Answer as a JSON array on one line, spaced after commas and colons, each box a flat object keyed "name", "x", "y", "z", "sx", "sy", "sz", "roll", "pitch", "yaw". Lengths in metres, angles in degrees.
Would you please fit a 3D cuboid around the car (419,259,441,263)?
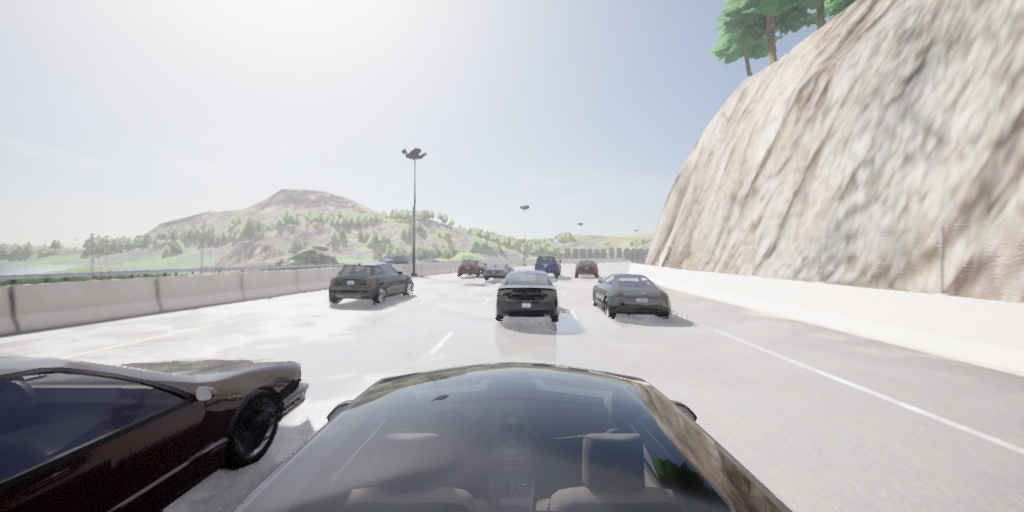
[{"name": "car", "x": -11.318, "y": 1.153, "z": 48.355, "sx": 1.882, "sy": 1.535, "sz": 5.008, "roll": 0, "pitch": 0, "yaw": 15}]

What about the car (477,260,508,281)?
[{"name": "car", "x": -0.972, "y": 1.268, "z": 29.389, "sx": 2.033, "sy": 1.411, "sz": 5.357, "roll": 0, "pitch": 0, "yaw": 10}]

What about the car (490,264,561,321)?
[{"name": "car", "x": 0.557, "y": 1.219, "z": 12.445, "sx": 1.882, "sy": 1.535, "sz": 5.008, "roll": 0, "pitch": 0, "yaw": 4}]

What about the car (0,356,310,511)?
[{"name": "car", "x": -3.336, "y": 1.289, "z": 1.788, "sx": 2.033, "sy": 1.411, "sz": 5.357, "roll": 0, "pitch": 0, "yaw": 0}]

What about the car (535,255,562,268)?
[{"name": "car", "x": 3.438, "y": 0.949, "z": 33.905, "sx": 2.150, "sy": 2.045, "sz": 5.566, "roll": 0, "pitch": 0, "yaw": 11}]

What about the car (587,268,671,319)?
[{"name": "car", "x": 4.113, "y": 1.314, "z": 12.939, "sx": 1.994, "sy": 1.385, "sz": 4.181, "roll": 0, "pitch": 0, "yaw": 4}]

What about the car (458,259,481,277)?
[{"name": "car", "x": -3.564, "y": 1.061, "z": 34.339, "sx": 2.097, "sy": 1.767, "sz": 4.553, "roll": 0, "pitch": 0, "yaw": 11}]

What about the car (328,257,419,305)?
[{"name": "car", "x": -6.145, "y": 1.072, "z": 16.167, "sx": 2.097, "sy": 1.767, "sz": 4.553, "roll": 0, "pitch": 0, "yaw": 5}]

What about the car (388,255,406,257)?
[{"name": "car", "x": -17.434, "y": 0.876, "z": 52.444, "sx": 2.150, "sy": 2.045, "sz": 5.566, "roll": 0, "pitch": 0, "yaw": 16}]

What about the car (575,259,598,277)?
[{"name": "car", "x": 7.154, "y": 1.088, "z": 34.458, "sx": 2.097, "sy": 1.767, "sz": 4.553, "roll": 0, "pitch": 0, "yaw": 11}]
